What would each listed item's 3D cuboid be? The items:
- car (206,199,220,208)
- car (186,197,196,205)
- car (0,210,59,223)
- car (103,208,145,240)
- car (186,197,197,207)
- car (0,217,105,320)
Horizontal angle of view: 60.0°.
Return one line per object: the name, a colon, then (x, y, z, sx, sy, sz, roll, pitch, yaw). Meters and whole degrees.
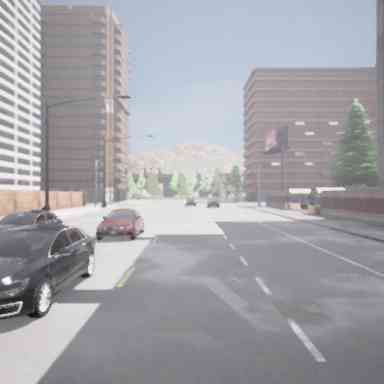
car: (3.367, 1.775, 52.489, 1.812, 1.442, 4.674, 0, 0, 0)
car: (-0.174, 1.763, 68.727, 1.882, 1.535, 5.008, 0, 0, 0)
car: (-7.127, 1.584, 14.355, 1.837, 1.490, 4.892, 0, 0, 0)
car: (-3.626, 1.617, 17.660, 1.812, 1.442, 4.674, 0, 0, 0)
car: (-0.148, 1.884, 58.586, 1.895, 1.301, 4.718, 0, 0, 0)
car: (-3.616, 1.548, 7.601, 1.837, 1.490, 4.892, 0, -1, 0)
